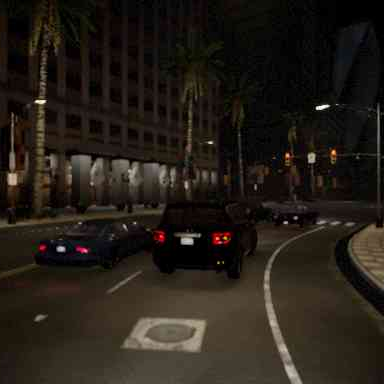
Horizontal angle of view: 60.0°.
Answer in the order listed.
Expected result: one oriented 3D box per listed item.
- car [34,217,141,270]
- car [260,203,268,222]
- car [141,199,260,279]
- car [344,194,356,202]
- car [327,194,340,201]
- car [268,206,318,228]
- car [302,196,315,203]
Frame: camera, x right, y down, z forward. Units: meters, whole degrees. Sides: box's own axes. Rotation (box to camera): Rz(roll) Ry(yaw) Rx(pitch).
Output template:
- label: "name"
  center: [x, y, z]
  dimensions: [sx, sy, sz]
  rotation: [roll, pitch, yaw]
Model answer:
- label: "car"
  center: [-2.749, 1.564, 11.201]
  dimensions: [2.033, 1.411, 5.357]
  rotation: [0, 0, 17]
- label: "car"
  center: [4.301, 1.384, 24.636]
  dimensions: [2.097, 1.767, 4.553]
  rotation: [0, 0, 35]
- label: "car"
  center: [0.659, 1.239, 10.384]
  dimensions: [2.150, 2.045, 5.566]
  rotation: [0, 0, 17]
- label: "car"
  center: [38.983, 1.579, 81.869]
  dimensions: [1.882, 1.535, 5.008]
  rotation: [0, 0, 34]
- label: "car"
  center: [36.067, 1.605, 83.806]
  dimensions: [1.837, 1.490, 4.892]
  rotation: [0, 0, 34]
- label: "car"
  center: [7.098, 1.630, 22.530]
  dimensions: [1.895, 1.301, 4.718]
  rotation: [0, 0, 35]
- label: "car"
  center: [26.620, 1.609, 75.622]
  dimensions: [2.161, 1.482, 4.786]
  rotation: [0, 0, 34]
